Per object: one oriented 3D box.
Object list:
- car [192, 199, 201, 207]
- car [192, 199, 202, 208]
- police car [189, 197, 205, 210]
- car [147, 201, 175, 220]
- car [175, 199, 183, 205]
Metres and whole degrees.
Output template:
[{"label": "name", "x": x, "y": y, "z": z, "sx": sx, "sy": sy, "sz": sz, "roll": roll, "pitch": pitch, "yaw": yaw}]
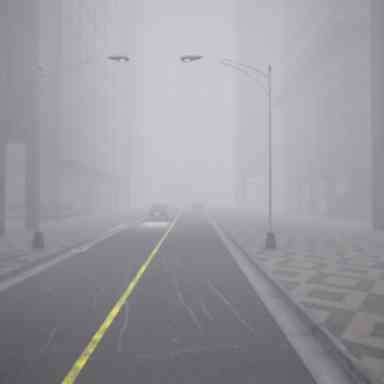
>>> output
[{"label": "car", "x": 0.916, "y": 2.100, "z": 66.927, "sx": 1.837, "sy": 1.490, "sz": 4.892, "roll": 0, "pitch": 0, "yaw": 0}, {"label": "car", "x": 0.915, "y": 2.076, "z": 60.926, "sx": 1.812, "sy": 1.442, "sz": 4.674, "roll": 0, "pitch": 0, "yaw": 0}, {"label": "police car", "x": 0.913, "y": 1.898, "z": 51.036, "sx": 1.930, "sy": 1.638, "sz": 5.238, "roll": 0, "pitch": 0, "yaw": 0}, {"label": "car", "x": -3.088, "y": 1.801, "z": 31.638, "sx": 2.128, "sy": 1.511, "sz": 4.902, "roll": 0, "pitch": -1, "yaw": 0}, {"label": "car", "x": -2.982, "y": 2.136, "z": 73.028, "sx": 2.033, "sy": 1.411, "sz": 5.357, "roll": 0, "pitch": 0, "yaw": 0}]
